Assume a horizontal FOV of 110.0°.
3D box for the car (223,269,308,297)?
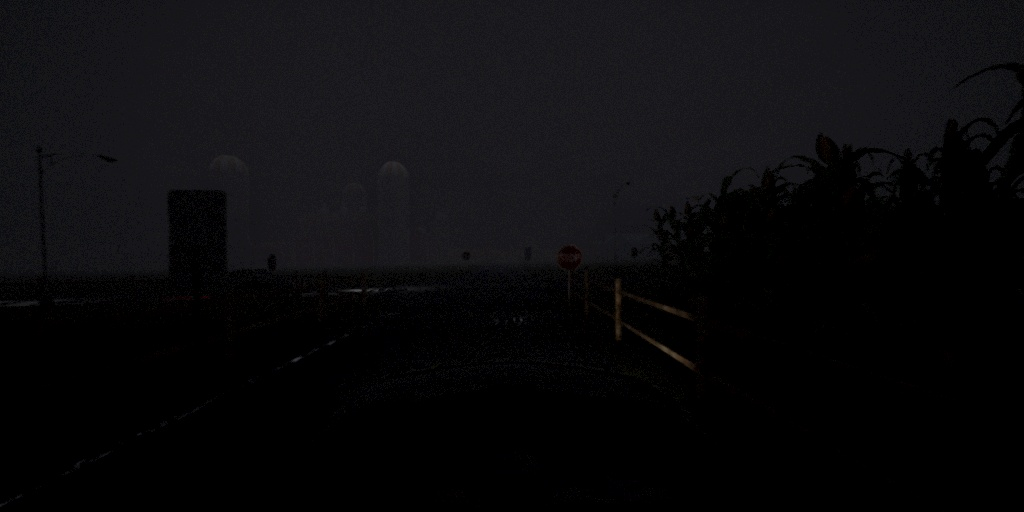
[{"bbox_3d":[-14.743,1.543,21.054,4.902,1.511,2.128,0,1,-10],"label":"car"}]
